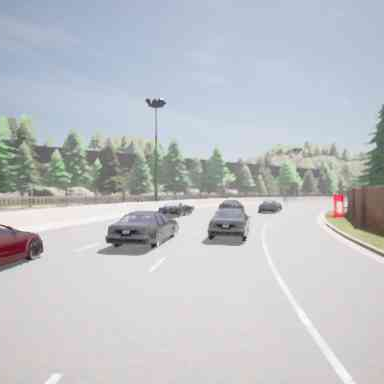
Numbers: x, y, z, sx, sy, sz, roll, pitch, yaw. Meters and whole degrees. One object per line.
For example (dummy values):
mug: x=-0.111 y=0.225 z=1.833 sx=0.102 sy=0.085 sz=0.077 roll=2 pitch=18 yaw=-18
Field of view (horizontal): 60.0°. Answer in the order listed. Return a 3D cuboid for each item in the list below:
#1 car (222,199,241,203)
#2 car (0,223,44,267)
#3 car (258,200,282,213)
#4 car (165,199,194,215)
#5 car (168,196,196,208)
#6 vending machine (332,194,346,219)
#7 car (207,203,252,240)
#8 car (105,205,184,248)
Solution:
car: x=4.167 y=1.507 z=35.279 sx=1.812 sy=1.442 sz=4.674 roll=0 pitch=0 yaw=23
car: x=-6.175 y=1.527 z=9.629 sx=1.994 sy=1.385 sz=4.181 roll=0 pitch=0 yaw=6
car: x=8.730 y=1.564 z=36.847 sx=1.994 sy=1.385 sz=4.181 roll=0 pitch=0 yaw=25
car: x=-1.348 y=1.563 z=30.817 sx=1.895 sy=1.301 sz=4.718 roll=0 pitch=0 yaw=19
car: x=-1.346 y=1.447 z=48.292 sx=1.837 sy=1.490 sz=4.892 roll=0 pitch=0 yaw=29
vending machine: x=12.504 y=1.220 z=28.337 sx=1.100 sy=2.100 sz=0.880 roll=0 pitch=0 yaw=21
car: x=1.991 y=1.538 z=17.050 sx=2.033 sy=1.411 sz=5.357 roll=0 pitch=0 yaw=12
car: x=-1.995 y=1.523 z=14.726 sx=2.033 sy=1.411 sz=5.357 roll=0 pitch=0 yaw=10
